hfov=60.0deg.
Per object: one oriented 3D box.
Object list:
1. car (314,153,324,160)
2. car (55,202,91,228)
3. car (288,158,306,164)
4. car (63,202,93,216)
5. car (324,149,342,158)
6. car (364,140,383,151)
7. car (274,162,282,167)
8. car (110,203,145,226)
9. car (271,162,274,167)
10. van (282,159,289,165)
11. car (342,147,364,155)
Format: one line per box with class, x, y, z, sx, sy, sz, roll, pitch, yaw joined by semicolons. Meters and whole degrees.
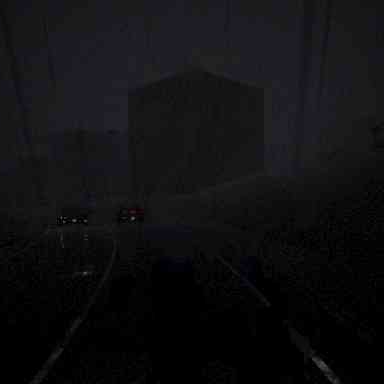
car;21.217;-5.500;53.285;2.185;1.767;4.553;0;2;-1
car;-8.467;1.618;23.446;1.837;1.490;4.892;0;-1;-23
car;20.994;-5.674;64.299;2.231;1.521;4.892;0;2;-1
car;-13.315;1.926;38.737;1.812;1.442;4.674;-2;-1;-38
car;21.328;-5.343;47.767;2.185;1.767;4.553;0;2;-1
car;21.553;-5.019;36.605;2.185;1.767;4.553;0;2;-1
car;20.772;-5.917;75.334;2.002;1.452;4.674;0;1;-1
car;-4.676;1.537;23.856;2.128;1.511;4.902;-1;0;-20
car;20.661;-6.340;80.812;2.435;2.045;5.566;0;1;-1
van;20.885;-6.041;69.688;1.878;1.987;4.442;0;1;-1
car;21.443;-5.013;42.099;2.002;1.452;4.674;0;2;-1
